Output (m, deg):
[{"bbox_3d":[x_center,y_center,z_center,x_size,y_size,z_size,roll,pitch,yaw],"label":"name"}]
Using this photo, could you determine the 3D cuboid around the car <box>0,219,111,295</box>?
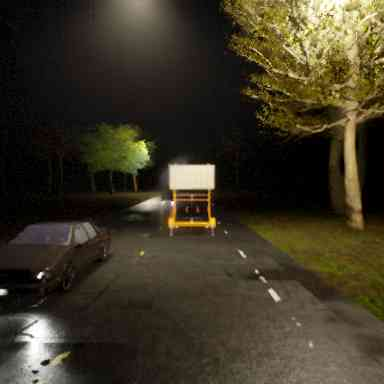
[{"bbox_3d":[-3.599,1.476,8.932,2.033,1.411,5.357,0,1,0],"label":"car"}]

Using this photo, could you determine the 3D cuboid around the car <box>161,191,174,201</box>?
[{"bbox_3d":[-3.580,0.613,50.093,1.812,1.442,4.674,0,2,0],"label":"car"}]

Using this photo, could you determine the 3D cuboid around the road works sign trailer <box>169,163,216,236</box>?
[{"bbox_3d":[0.001,0.286,17.342,2.380,3.560,2.880,0,1,0],"label":"road works sign trailer"}]
